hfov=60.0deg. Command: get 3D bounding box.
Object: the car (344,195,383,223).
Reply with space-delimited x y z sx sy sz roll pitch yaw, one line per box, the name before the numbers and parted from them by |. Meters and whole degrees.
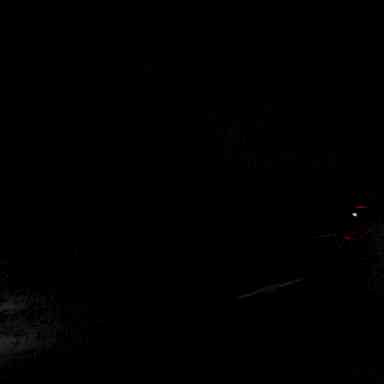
car | 11.246 0.957 20.384 4.892 1.490 1.837 -2 1 -36
